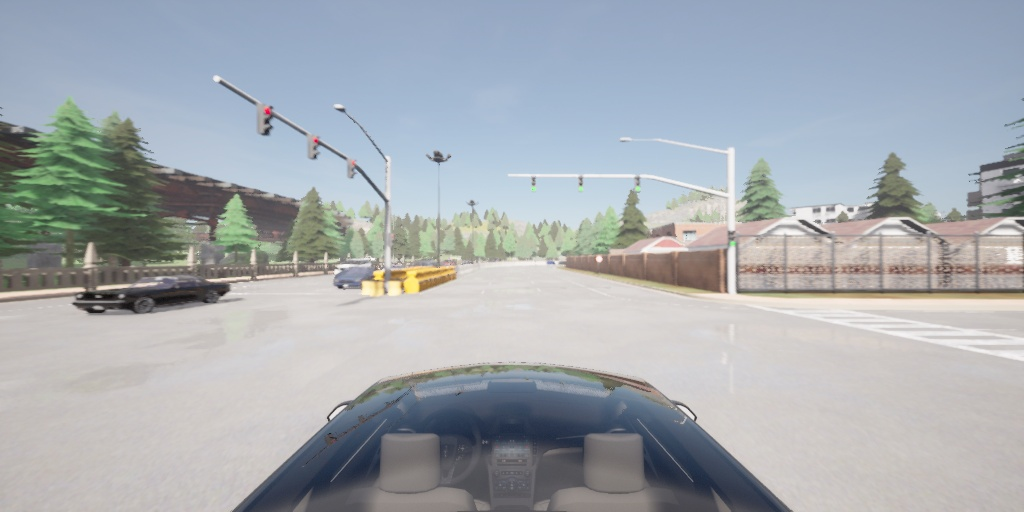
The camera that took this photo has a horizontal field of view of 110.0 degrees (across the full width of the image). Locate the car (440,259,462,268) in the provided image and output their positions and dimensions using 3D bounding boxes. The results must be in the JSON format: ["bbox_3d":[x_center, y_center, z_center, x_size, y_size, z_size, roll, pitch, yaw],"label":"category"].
[{"bbox_3d":[-10.504,1.546,61.282,2.150,2.045,5.566,0,-1,0],"label":"car"}]

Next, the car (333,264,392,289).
[{"bbox_3d":[-10.578,1.518,25.425,2.033,1.411,5.357,0,-1,-1],"label":"car"}]

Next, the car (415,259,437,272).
[{"bbox_3d":[-14.004,1.503,58.799,2.150,2.045,5.566,0,-1,0],"label":"car"}]

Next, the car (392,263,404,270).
[{"bbox_3d":[-14.002,1.738,43.426,1.895,1.301,4.718,0,-1,0],"label":"car"}]

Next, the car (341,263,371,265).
[{"bbox_3d":[-14.087,1.597,32.251,1.994,1.385,4.181,0,-1,0],"label":"car"}]

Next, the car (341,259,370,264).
[{"bbox_3d":[-17.560,1.330,40.096,2.150,2.045,5.566,0,-1,0],"label":"car"}]

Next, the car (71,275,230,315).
[{"bbox_3d":[-13.999,1.468,14.342,1.895,1.301,4.718,0,-1,0],"label":"car"}]

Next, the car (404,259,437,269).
[{"bbox_3d":[-10.565,1.473,41.783,2.097,1.767,4.553,0,0,0],"label":"car"}]
